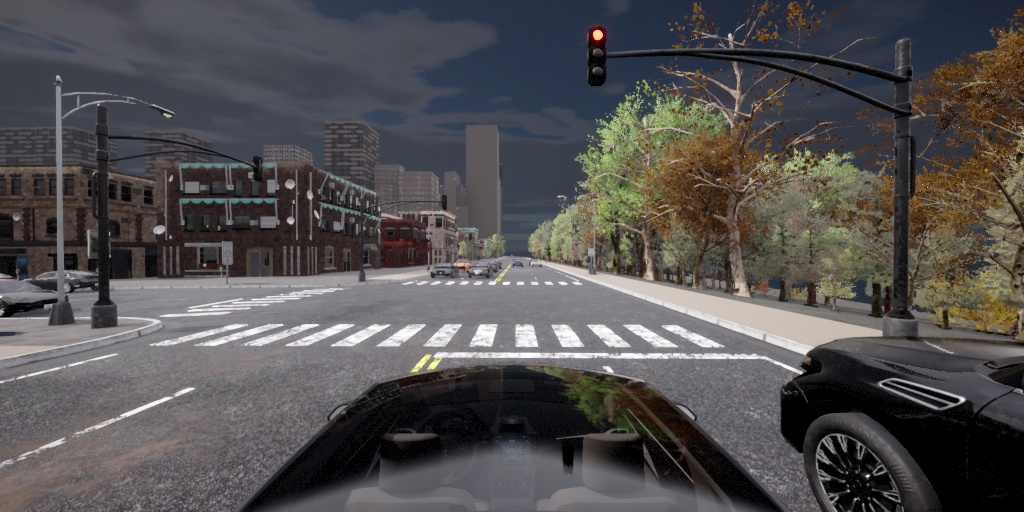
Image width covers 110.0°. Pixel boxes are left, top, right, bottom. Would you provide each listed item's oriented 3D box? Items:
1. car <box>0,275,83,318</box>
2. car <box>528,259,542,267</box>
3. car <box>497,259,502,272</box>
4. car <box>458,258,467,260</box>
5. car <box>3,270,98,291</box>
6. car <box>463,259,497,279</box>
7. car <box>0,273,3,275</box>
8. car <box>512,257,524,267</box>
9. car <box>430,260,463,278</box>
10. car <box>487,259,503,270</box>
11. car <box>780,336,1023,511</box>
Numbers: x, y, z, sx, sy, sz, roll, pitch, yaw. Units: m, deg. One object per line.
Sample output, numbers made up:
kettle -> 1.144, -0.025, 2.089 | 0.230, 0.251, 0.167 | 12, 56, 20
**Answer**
car -> -19.765, 1.565, 13.688 | 4.313, 1.339, 1.948 | 0, 0, 1
car -> 4.370, 1.327, 64.102 | 1.895, 1.301, 4.718 | 0, 0, 1
car -> -2.668, 1.227, 43.242 | 2.128, 1.511, 4.902 | 0, 0, 1
car -> -5.915, 1.087, 43.448 | 2.097, 1.767, 4.553 | 0, 0, 1
car -> -27.956, 1.560, 22.337 | 4.403, 1.370, 2.007 | 0, 0, 1
car -> -2.837, 1.233, 32.930 | 2.128, 1.511, 4.902 | 0, 0, 2
car -> -33.491, 1.654, 22.436 | 4.207, 1.307, 1.802 | 0, 0, 1
car -> 1.010, 1.252, 63.772 | 1.812, 1.442, 4.674 | 0, 0, 1
car -> -6.103, 1.305, 32.909 | 1.994, 1.385, 4.181 | 0, 0, 1
car -> -2.497, 1.223, 53.484 | 2.128, 1.511, 4.902 | 0, 0, 1
car -> 3.322, 0.972, 0.647 | 2.150, 2.045, 5.566 | 0, 0, 1
